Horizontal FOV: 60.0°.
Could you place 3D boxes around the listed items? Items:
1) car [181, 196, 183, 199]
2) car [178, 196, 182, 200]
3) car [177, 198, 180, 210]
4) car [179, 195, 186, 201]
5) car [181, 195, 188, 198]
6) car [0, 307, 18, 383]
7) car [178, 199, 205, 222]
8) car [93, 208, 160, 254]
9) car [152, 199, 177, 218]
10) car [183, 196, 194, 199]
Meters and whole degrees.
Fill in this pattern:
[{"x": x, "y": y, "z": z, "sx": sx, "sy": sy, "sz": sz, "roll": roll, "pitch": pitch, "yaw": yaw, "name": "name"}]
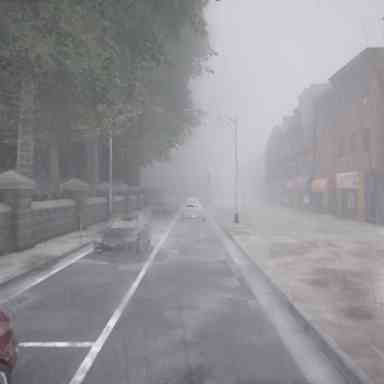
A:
[{"x": -2.631, "y": 1.622, "z": 47.423, "sx": 1.947, "sy": 1.339, "sz": 4.313, "roll": -1, "pitch": 0, "yaw": 0, "name": "car"}, {"x": -2.632, "y": 1.592, "z": 41.735, "sx": 2.008, "sy": 1.369, "sz": 4.403, "roll": -1, "pitch": 0, "yaw": 0, "name": "car"}, {"x": -2.634, "y": 1.574, "z": 36.046, "sx": 1.887, "sy": 1.381, "sz": 4.507, "roll": 0, "pitch": 0, "yaw": 0, "name": "car"}, {"x": -2.621, "y": 1.663, "z": 91.178, "sx": 1.967, "sy": 1.590, "sz": 4.097, "roll": -1, "pitch": 0, "yaw": 0, "name": "car"}, {"x": -2.623, "y": 1.639, "z": 85.744, "sx": 1.967, "sy": 1.590, "sz": 4.097, "roll": -1, "pitch": 0, "yaw": 0, "name": "car"}, {"x": -2.642, "y": 1.581, "z": 1.914, "sx": 1.802, "sy": 1.307, "sz": 4.206, "roll": 0, "pitch": 0, "yaw": 0, "name": "car"}, {"x": 0.102, "y": 1.539, "z": 26.676, "sx": 1.812, "sy": 1.442, "sz": 4.674, "roll": 0, "pitch": 0, "yaw": 0, "name": "car"}, {"x": -2.639, "y": 1.551, "z": 13.291, "sx": 2.008, "sy": 1.369, "sz": 4.403, "roll": 0, "pitch": 0, "yaw": 0, "name": "car"}, {"x": -2.635, "y": 1.564, "z": 30.357, "sx": 1.887, "sy": 1.381, "sz": 4.507, "roll": 0, "pitch": 0, "yaw": 0, "name": "car"}, {"x": 0.111, "y": 1.571, "z": 43.314, "sx": 1.812, "sy": 1.442, "sz": 4.674, "roll": 0, "pitch": 0, "yaw": 0, "name": "car"}]
